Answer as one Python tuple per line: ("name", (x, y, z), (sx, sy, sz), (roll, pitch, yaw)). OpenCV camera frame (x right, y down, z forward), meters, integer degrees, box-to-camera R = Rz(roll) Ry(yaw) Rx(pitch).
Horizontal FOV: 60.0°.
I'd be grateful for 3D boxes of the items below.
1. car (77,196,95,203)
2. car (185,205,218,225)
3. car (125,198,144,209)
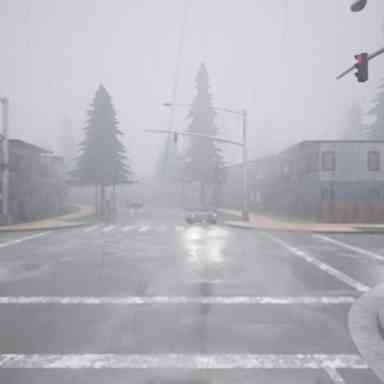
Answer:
("car", (-21.424, 1.524, 67.090), (1.837, 1.490, 4.892), (0, 0, -45))
("car", (0.601, 1.604, 23.986), (1.895, 1.301, 4.718), (0, 0, -5))
("car", (-7.970, 1.555, 45.503), (2.033, 1.411, 5.357), (0, 0, -20))
